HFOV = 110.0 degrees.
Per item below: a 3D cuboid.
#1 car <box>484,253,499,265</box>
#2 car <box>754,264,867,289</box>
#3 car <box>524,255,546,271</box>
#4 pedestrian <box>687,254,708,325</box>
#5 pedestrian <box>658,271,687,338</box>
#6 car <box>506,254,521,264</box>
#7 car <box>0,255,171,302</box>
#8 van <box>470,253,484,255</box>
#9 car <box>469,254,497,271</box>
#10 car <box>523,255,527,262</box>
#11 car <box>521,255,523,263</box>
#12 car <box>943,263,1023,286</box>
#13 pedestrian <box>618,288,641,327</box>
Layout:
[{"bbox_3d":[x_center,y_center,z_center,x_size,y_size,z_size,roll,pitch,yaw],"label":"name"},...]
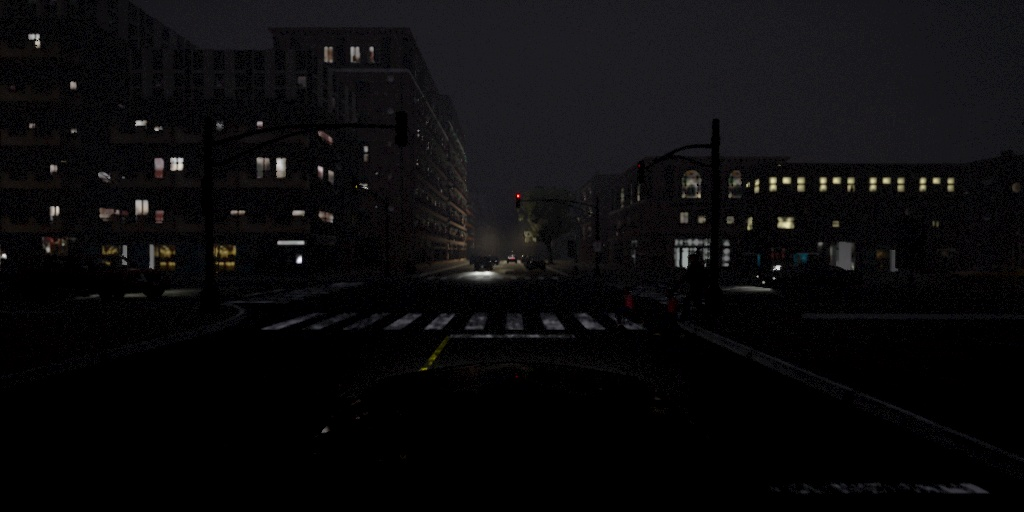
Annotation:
[{"bbox_3d":[-3.067,0.658,56.096,1.882,1.535,5.008,0,1,0],"label":"car"},{"bbox_3d":[17.316,1.160,20.898,5.357,1.411,2.033,0,1,0],"label":"car"},{"bbox_3d":[2.687,0.904,38.585,2.007,1.370,4.403,0,0,0],"label":"car"},{"bbox_3d":[4.569,0.803,9.032,0.375,1.860,0.375,0,1,0],"label":"pedestrian"},{"bbox_3d":[3.764,0.966,8.433,0.375,1.860,0.375,0,1,0],"label":"pedestrian"},{"bbox_3d":[-0.005,0.589,64.932,2.128,1.511,4.902,0,1,0],"label":"car"},{"bbox_3d":[-17.277,0.861,14.865,5.009,1.841,2.192,0,0,0],"label":"car"},{"bbox_3d":[-5.695,0.525,55.676,1.690,1.789,3.998,0,0,0],"label":"van"},{"bbox_3d":[-3.092,0.834,39.668,2.128,1.511,4.902,0,1,0],"label":"car"},{"bbox_3d":[2.687,0.736,44.282,1.967,1.591,4.097,0,0,0],"label":"car"},{"bbox_3d":[2.686,0.680,49.978,1.967,1.591,4.097,0,0,0],"label":"car"},{"bbox_3d":[31.439,1.172,23.597,4.829,1.417,1.751,0,0,0],"label":"car"},{"bbox_3d":[3.153,0.952,9.632,0.375,1.860,0.375,0,1,0],"label":"pedestrian"}]
